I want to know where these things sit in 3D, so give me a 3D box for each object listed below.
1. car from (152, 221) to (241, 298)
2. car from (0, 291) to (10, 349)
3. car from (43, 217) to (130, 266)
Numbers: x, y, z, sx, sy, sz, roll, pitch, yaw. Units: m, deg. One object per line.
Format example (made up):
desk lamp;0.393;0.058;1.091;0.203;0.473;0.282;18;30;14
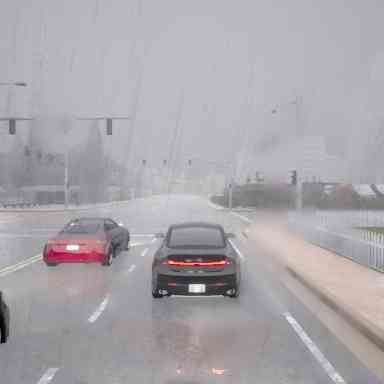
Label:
car;0.088;1.505;8.478;1.837;1.490;4.892;0;0;0
car;-3.408;1.492;2.609;2.128;1.511;4.902;0;0;0
car;-3.416;1.564;11.517;1.994;1.385;4.181;0;0;0
